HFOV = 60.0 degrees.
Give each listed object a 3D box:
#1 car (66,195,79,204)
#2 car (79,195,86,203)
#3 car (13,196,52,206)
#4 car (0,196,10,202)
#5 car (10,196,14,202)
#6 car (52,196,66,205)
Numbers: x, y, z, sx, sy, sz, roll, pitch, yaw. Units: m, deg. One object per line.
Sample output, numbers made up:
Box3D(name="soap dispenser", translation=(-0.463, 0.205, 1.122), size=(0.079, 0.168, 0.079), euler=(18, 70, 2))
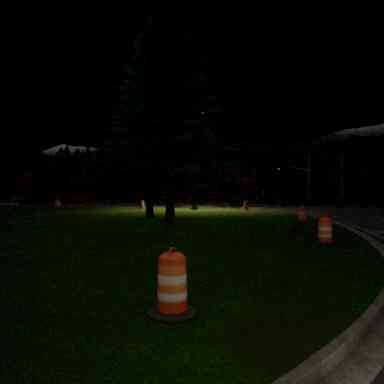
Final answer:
Box3D(name="car", translation=(-23.945, 1.492, 61.081), size=(4.902, 1.511, 2.128), euler=(0, 0, 18))
Box3D(name="car", translation=(-22.857, 1.363, 64.408), size=(4.553, 1.767, 2.097), euler=(0, 0, 18))
Box3D(name="car", translation=(-26.065, 1.492, 54.410), size=(4.902, 1.511, 2.128), euler=(0, 0, 18))
Box3D(name="car", translation=(-39.035, 1.381, 65.876), size=(4.181, 1.385, 1.994), euler=(0, 0, 18))
Box3D(name="car", translation=(-38.003, 1.424, 69.220), size=(4.718, 1.301, 1.895), euler=(0, 0, 18))
Box3D(name="car", translation=(-25.005, 1.514, 57.745), size=(4.892, 1.490, 1.837), euler=(0, 0, 18))
